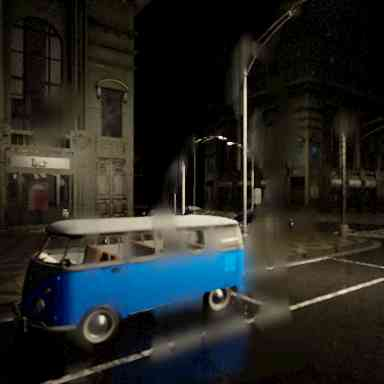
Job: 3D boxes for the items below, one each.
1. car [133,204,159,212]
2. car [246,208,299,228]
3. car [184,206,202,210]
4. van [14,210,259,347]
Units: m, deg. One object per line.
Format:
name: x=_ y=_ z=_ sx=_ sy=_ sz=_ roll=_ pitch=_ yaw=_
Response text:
car: x=-6.011 y=2.271 z=42.566 sx=1.837 sy=1.490 sz=4.892 roll=0 pitch=-1 yaw=-36
car: x=5.728 y=1.961 z=26.235 sx=2.033 sy=1.411 sz=5.357 roll=0 pitch=-1 yaw=-36
car: x=-0.063 y=2.151 z=34.284 sx=1.994 sy=1.385 sz=4.181 roll=0 pitch=-1 yaw=-36
van: x=-0.852 y=1.357 z=6.060 sx=3.998 sy=1.788 sz=1.690 roll=0 pitch=0 yaw=-36
